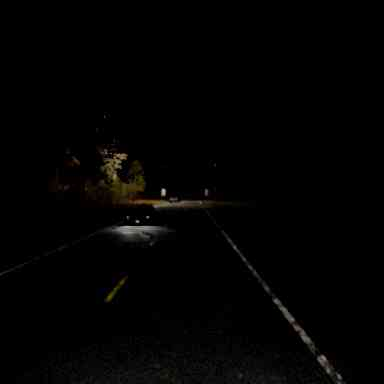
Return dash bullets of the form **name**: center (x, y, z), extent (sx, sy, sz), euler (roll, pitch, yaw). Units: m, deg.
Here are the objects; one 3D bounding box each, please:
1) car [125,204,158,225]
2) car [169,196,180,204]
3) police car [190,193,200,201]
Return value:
- **car**: center (-3.604, 1.563, 24.574), extent (2.033, 1.411, 5.357), euler (0, 0, 0)
- **car**: center (-3.517, 1.550, 66.168), extent (1.812, 1.442, 4.674), euler (0, 0, 0)
- **police car**: center (1.041, 1.452, 88.353), extent (1.930, 1.638, 5.238), euler (0, 0, 0)
